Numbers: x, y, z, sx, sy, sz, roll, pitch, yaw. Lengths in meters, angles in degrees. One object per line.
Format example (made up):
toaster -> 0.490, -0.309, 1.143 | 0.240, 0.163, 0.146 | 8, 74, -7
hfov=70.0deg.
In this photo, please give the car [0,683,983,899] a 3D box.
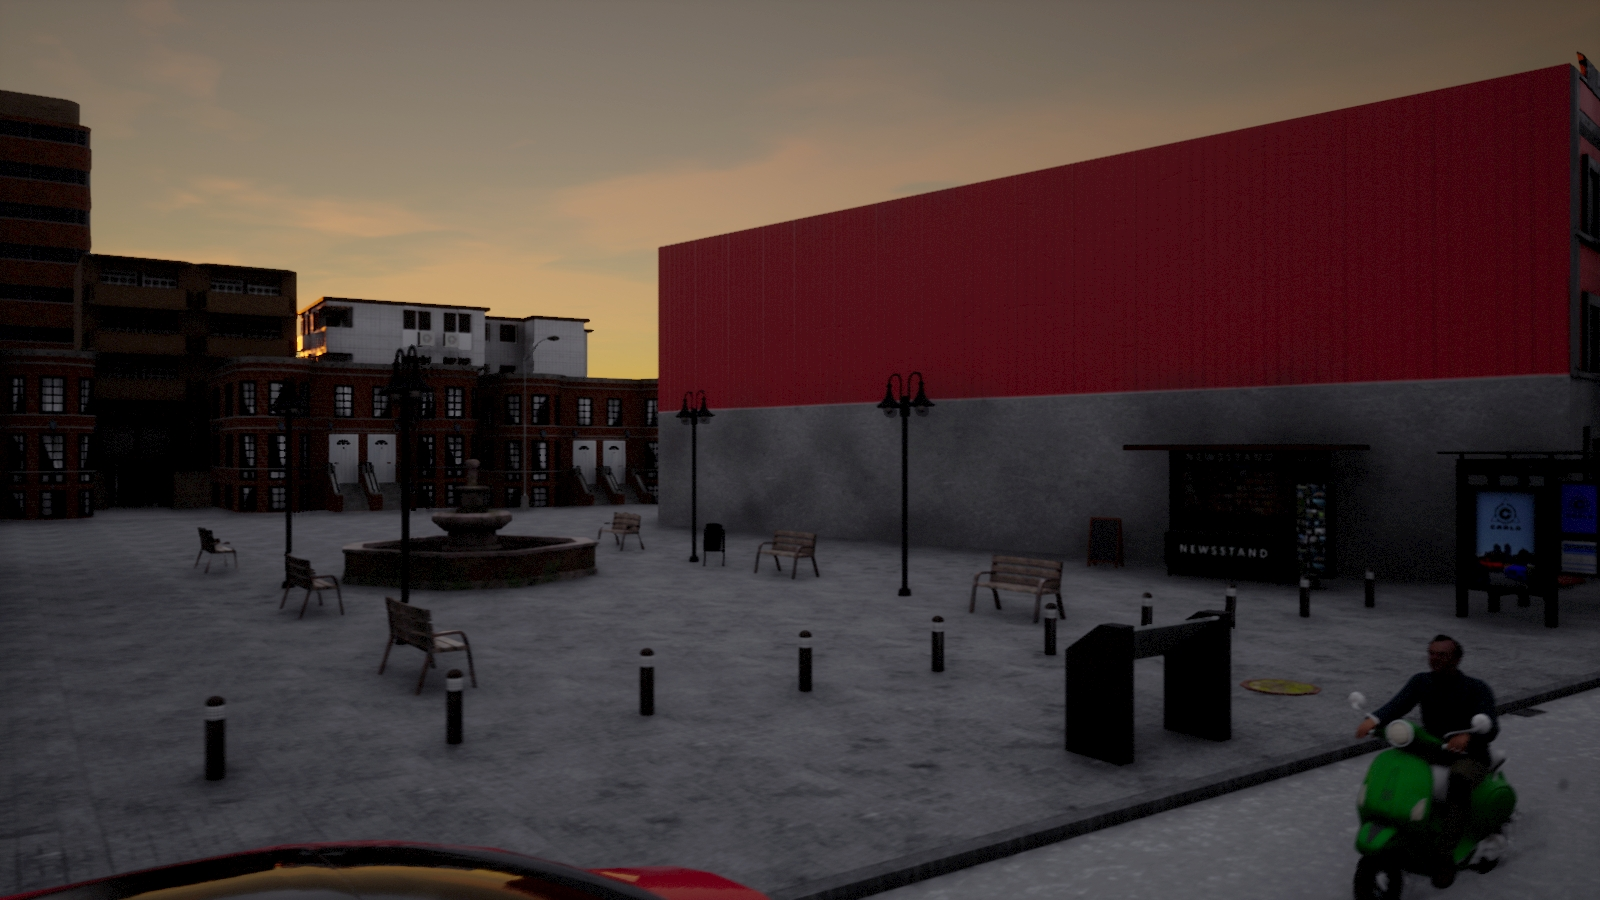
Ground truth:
car -> -2.084, 1.839, 2.947 | 4.892, 1.480, 2.231 | -1, 0, -35
